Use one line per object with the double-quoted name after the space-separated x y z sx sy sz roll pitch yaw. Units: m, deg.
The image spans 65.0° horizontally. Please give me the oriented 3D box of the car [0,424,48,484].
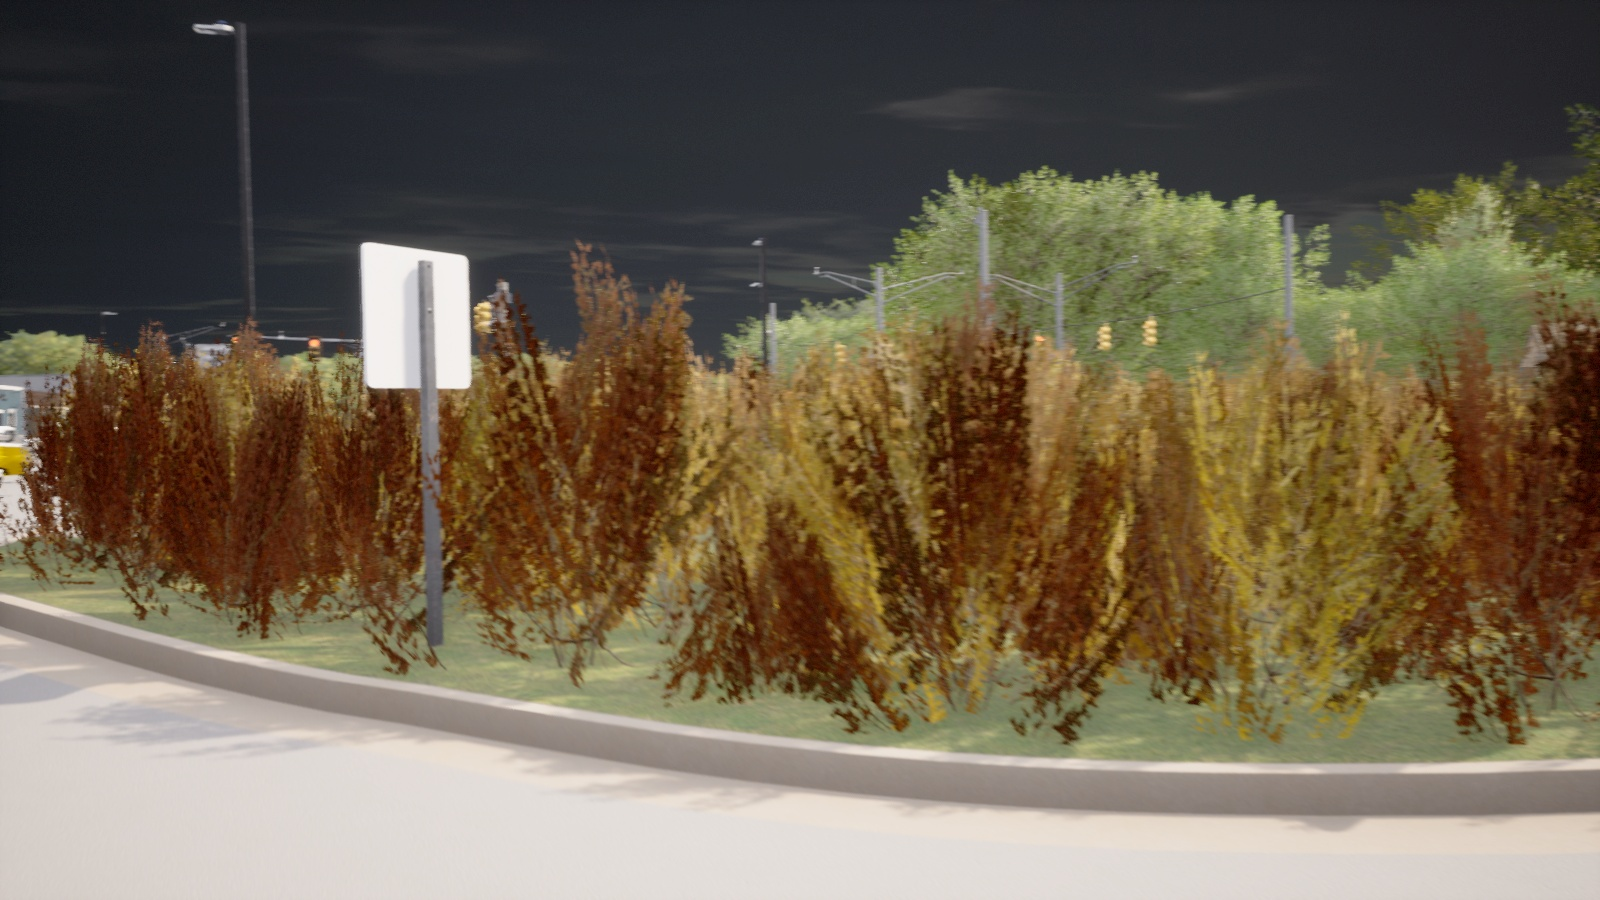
-18.996 0.094 29.748 1.481 1.376 2.207 -2 1 -16 "car"
